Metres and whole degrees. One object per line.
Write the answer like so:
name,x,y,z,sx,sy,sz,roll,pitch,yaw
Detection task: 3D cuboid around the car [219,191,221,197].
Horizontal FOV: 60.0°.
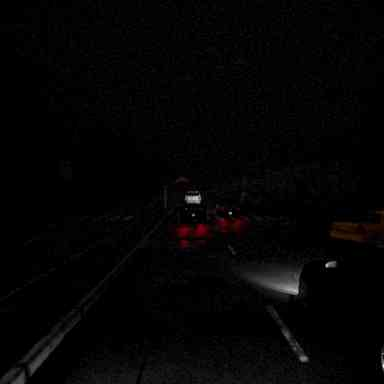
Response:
car,8.056,0.993,61.474,4.792,1.488,2.163,1,1,-20

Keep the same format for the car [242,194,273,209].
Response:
car,8.073,1.275,34.635,4.674,1.452,2.002,1,0,-20

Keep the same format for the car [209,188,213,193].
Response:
car,7.916,0.408,88.273,5.366,1.575,1.946,0,2,-20

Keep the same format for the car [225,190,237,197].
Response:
car,8.059,0.875,46.548,5.566,2.045,2.435,1,1,-20

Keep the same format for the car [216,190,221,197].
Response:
car,7.912,0.914,64.401,5.366,1.575,1.946,0,1,-20

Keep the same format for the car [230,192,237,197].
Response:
car,8.074,1.154,43.582,4.892,1.521,2.231,1,0,-20

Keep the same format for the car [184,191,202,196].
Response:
car,0.110,0.893,42.768,2.150,2.045,5.566,0,1,0

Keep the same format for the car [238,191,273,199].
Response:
car,8.051,1.082,37.606,4.553,1.767,2.185,1,0,-20

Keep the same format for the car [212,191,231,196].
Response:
car,8.086,0.384,91.322,4.674,1.452,2.002,0,1,-20

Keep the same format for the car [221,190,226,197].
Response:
car,8.111,0.820,52.544,5.566,2.045,2.435,1,0,-20

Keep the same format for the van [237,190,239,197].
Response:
van,8.191,0.956,40.640,4.442,1.987,1.878,1,0,-20

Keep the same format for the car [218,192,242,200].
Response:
car,8.080,0.854,70.442,4.674,1.452,2.002,0,1,-20

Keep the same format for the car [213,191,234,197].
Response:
car,8.115,0.513,85.370,4.792,1.488,2.163,0,1,-20

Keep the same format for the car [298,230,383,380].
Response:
car,3.102,1.551,4.958,1.994,1.385,4.181,0,0,0

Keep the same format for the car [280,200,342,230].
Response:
car,8.049,1.402,19.611,4.792,1.488,2.163,1,1,-20

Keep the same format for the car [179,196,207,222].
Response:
car,0.106,1.327,24.752,2.128,1.511,4.902,0,0,0

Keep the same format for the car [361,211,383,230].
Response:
car,8.077,1.486,10.615,4.674,1.452,2.002,1,1,-20

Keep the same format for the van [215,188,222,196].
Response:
van,7.981,0.531,73.369,4.442,1.987,1.878,0,2,-20

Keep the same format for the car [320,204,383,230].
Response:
car,8.245,1.423,13.688,5.366,1.575,1.946,1,0,-20

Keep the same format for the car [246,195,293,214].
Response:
car,8.052,1.292,31.617,4.792,1.488,2.163,1,1,-20

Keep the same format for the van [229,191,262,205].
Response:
van,7.976,0.872,49.501,4.442,1.987,1.878,1,1,-20

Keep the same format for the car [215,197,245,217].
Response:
car,3.107,1.397,29.147,1.895,1.301,4.718,0,1,0

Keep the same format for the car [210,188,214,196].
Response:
car,7.914,0.551,82.309,5.366,1.575,1.946,0,2,-20

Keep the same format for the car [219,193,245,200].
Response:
car,8.111,0.901,67.470,4.792,1.488,2.163,0,1,-20
